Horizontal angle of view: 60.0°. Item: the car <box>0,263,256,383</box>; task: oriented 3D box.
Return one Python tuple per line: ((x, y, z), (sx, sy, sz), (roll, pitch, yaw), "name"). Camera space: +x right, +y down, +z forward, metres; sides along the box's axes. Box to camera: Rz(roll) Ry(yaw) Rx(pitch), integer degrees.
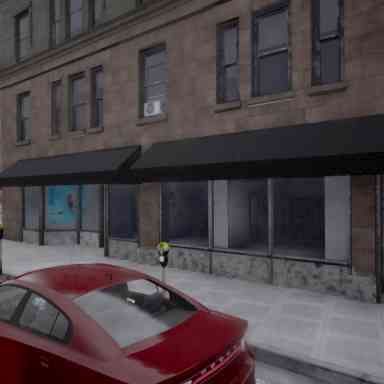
((-1.497, 1.545, 3.933), (4.507, 1.381, 1.887), (0, 0, 36), "car")
